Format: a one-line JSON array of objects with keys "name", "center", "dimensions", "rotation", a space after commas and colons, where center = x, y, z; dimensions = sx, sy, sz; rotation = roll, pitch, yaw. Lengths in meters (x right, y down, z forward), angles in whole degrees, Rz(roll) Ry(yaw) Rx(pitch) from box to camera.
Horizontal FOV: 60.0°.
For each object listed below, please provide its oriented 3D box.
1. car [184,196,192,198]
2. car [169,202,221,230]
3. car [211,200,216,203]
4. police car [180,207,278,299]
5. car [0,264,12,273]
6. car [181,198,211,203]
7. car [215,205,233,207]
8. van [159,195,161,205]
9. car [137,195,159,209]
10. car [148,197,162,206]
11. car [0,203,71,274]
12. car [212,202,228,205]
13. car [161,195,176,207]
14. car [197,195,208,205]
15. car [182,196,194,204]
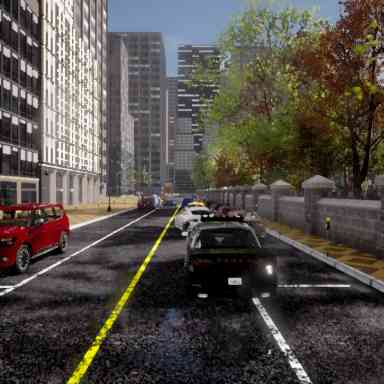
[{"name": "car", "center": [-0.483, 1.465, 45.857], "dimensions": [1.882, 1.535, 5.008], "rotation": [0, 0, 0]}, {"name": "car", "center": [0.171, 1.523, 18.328], "dimensions": [1.812, 1.442, 4.674], "rotation": [0, 0, -13]}, {"name": "car", "center": [2.273, 1.561, 27.285], "dimensions": [1.947, 1.339, 4.313], "rotation": [0, 0, -1]}, {"name": "police car", "center": [0.757, 1.424, 8.647], "dimensions": [1.930, 1.638, 5.238], "rotation": [0, 0, -1]}, {"name": "car", "center": [-2.862, 1.526, 1.249], "dimensions": [1.812, 1.442, 4.674], "rotation": [0, 0, 0]}, {"name": "car", "center": [0.312, 1.452, 24.760], "dimensions": [1.801, 1.575, 5.366], "rotation": [0, 0, 4]}, {"name": "car", "center": [2.409, 1.548, 16.186], "dimensions": [2.008, 1.369, 4.403], "rotation": [0, 0, -1]}, {"name": "van", "center": [-6.022, 1.327, 49.476], "dimensions": [1.690, 1.788, 3.998], "rotation": [0, 0, -1]}, {"name": "car", "center": [-5.955, 1.304, 43.936], "dimensions": [2.192, 1.841, 5.009], "rotation": [0, 0, -1]}, {"name": "car", "center": [-6.089, 1.564, 55.017], "dimensions": [1.802, 1.307, 4.206], "rotation": [0, 0, -1]}, {"name": "car", "center": [-5.552, 1.314, 10.689], "dimensions": [2.192, 1.841, 5.009], "rotation": [0, 0, -1]}, {"name": "car", "center": [2.341, 1.578, 21.736], "dimensions": [1.802, 1.307, 4.206], "rotation": [0, 0, -1]}, {"name": "car", "center": [-3.316, 1.549, 49.802], "dimensions": [1.994, 1.385, 4.181], "rotation": [0, 0, -1]}, {"name": "car", "center": [1.868, 1.418, 60.582], "dimensions": [1.967, 1.590, 4.097], "rotation": [0, 0, -1]}, {"name": "car", "center": [-0.735, 1.468, 63.931], "dimensions": [2.128, 1.511, 4.902], "rotation": [0, 0, -1]}]
